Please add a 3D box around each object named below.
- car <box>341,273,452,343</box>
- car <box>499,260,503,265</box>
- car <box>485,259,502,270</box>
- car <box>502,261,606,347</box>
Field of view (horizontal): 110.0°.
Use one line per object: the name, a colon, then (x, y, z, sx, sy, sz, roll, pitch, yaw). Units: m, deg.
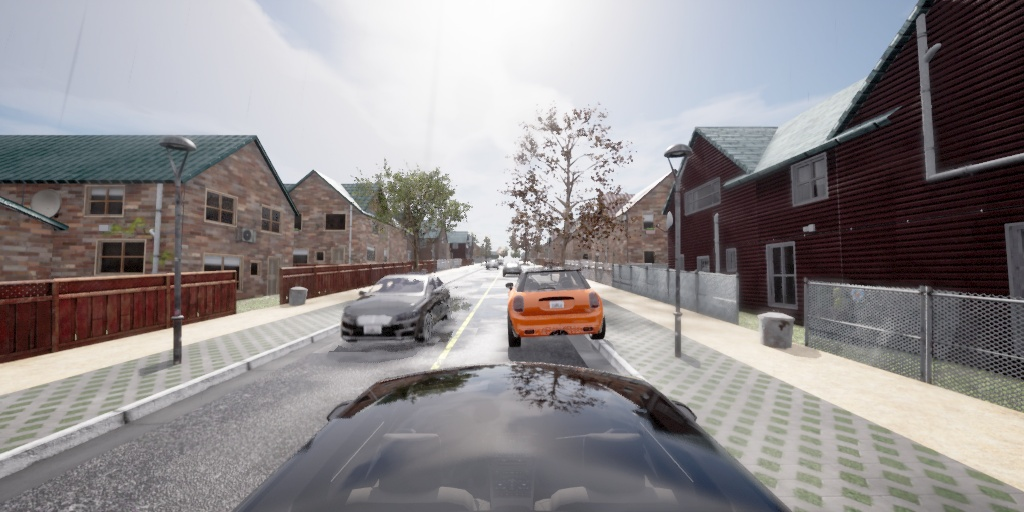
car: (-2.857, 1.250, 9.802, 2.128, 1.511, 4.902, 0, 0, 0)
car: (0.032, 1.360, 36.992, 1.994, 1.385, 4.181, 0, 0, 0)
car: (-2.901, 1.312, 53.132, 2.128, 1.511, 4.902, 0, 0, 0)
car: (0.916, 1.061, 9.500, 2.097, 1.767, 4.553, -3, -1, 0)
